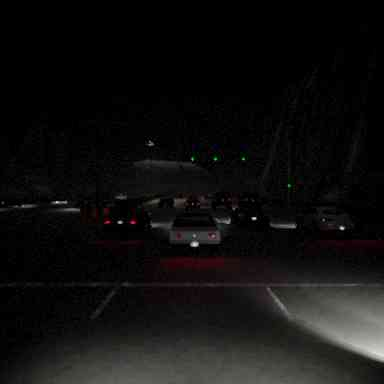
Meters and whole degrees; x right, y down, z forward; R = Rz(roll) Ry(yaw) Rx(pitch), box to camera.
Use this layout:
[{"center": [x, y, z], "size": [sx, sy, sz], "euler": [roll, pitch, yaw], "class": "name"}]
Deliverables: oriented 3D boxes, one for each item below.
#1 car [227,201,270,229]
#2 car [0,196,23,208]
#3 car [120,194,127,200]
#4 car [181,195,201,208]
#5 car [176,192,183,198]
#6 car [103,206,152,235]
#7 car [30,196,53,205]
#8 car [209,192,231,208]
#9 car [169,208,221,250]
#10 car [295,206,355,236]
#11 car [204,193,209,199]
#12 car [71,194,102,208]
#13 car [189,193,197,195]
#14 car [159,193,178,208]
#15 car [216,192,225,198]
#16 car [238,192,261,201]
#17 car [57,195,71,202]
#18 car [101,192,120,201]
[{"center": [3.596, 1.498, 21.245], "size": [1.994, 1.385, 4.181], "euler": [0, 0, 0], "class": "car"}, {"center": [-24.500, 1.298, 44.353], "size": [1.882, 1.535, 5.008], "euler": [0, 0, 0], "class": "car"}, {"center": [-13.849, 1.134, 64.576], "size": [1.812, 1.442, 4.674], "euler": [0, 1, 0], "class": "car"}, {"center": [0.097, 1.400, 39.947], "size": [2.033, 1.411, 5.357], "euler": [0, 0, 0], "class": "car"}, {"center": [-3.228, 0.805, 80.434], "size": [1.882, 1.535, 5.008], "euler": [0, 1, 0], "class": "car"}, {"center": [-3.404, 1.493, 18.273], "size": [2.033, 1.411, 5.357], "euler": [0, 0, 0], "class": "car"}, {"center": [-24.430, 1.345, 54.035], "size": [1.895, 1.301, 4.718], "euler": [0, 1, 0], "class": "car"}, {"center": [3.601, 1.064, 41.254], "size": [2.150, 2.045, 5.566], "euler": [0, 0, 0], "class": "car"}, {"center": [0.097, 1.558, 14.055], "size": [1.895, 1.301, 4.718], "euler": [0, 0, 0], "class": "car"}, {"center": [7.083, 1.470, 18.025], "size": [1.812, 1.442, 4.674], "euler": [0, 0, 0], "class": "car"}, {"center": [3.743, 0.926, 76.639], "size": [2.128, 1.511, 4.902], "euler": [0, 1, 0], "class": "car"}, {"center": [-14.000, 1.325, 44.303], "size": [1.837, 1.490, 4.892], "euler": [0, 0, 0], "class": "car"}, {"center": [0.237, 0.972, 75.792], "size": [1.994, 1.385, 4.181], "euler": [0, 1, 0], "class": "car"}, {"center": [-3.385, 1.307, 44.841], "size": [2.128, 1.511, 4.902], "euler": [0, 0, 0], "class": "car"}, {"center": [7.311, 0.755, 85.541], "size": [2.033, 1.411, 5.357], "euler": [0, 1, 0], "class": "car"}, {"center": [7.102, 1.069, 41.457], "size": [2.150, 2.045, 5.566], "euler": [0, 1, 0], "class": "car"}, {"center": [-24.353, 1.176, 64.107], "size": [1.994, 1.385, 4.181], "euler": [0, 1, 0], "class": "car"}, {"center": [-13.927, 0.961, 54.395], "size": [2.150, 2.045, 5.566], "euler": [0, 1, 0], "class": "car"}]
